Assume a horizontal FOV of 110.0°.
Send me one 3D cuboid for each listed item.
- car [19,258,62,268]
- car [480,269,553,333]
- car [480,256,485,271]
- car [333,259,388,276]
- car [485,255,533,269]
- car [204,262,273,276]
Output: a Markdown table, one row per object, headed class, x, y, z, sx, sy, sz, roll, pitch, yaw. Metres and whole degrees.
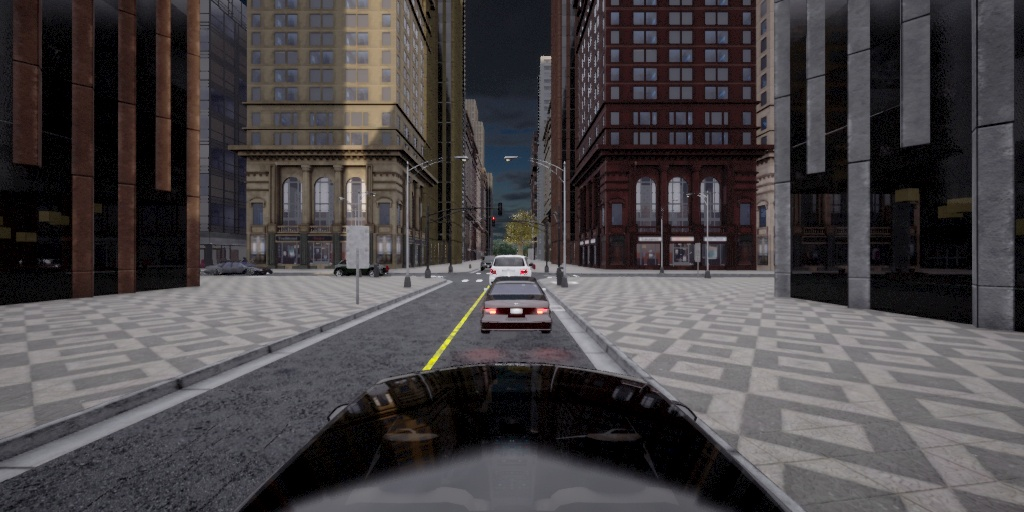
| class | x | y | z | sx | sy | sz | roll | pitch | yaw |
| --- | --- | --- | --- | --- | --- | --- | --- | --- | --- |
| car | -43.248 | 0.978 | 33.408 | 4.553 | 1.767 | 2.097 | 0 | 0 | 0 |
| car | 0.092 | 1.297 | 10.638 | 2.033 | 1.411 | 5.357 | 0 | 0 | 0 |
| car | -3.124 | 0.970 | 49.514 | 2.150 | 2.045 | 5.566 | 0 | 0 | -1 |
| car | -13.986 | 1.053 | 33.370 | 4.553 | 1.767 | 2.097 | 0 | 0 | 0 |
| car | 0.019 | 0.971 | 20.883 | 2.150 | 2.045 | 5.566 | 0 | 0 | 4 |
| car | -25.379 | 1.216 | 33.370 | 5.357 | 1.411 | 2.033 | 0 | 0 | 0 |
